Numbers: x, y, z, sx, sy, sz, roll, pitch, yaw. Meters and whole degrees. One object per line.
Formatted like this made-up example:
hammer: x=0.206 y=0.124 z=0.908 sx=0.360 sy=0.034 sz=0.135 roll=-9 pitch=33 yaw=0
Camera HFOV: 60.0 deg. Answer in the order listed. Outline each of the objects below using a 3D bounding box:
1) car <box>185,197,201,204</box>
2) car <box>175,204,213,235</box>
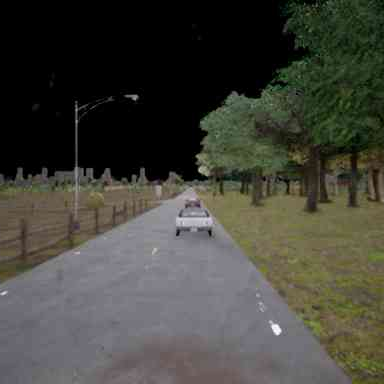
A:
car: x=0.118 y=1.324 z=40.542 sx=1.812 sy=1.442 sz=4.674 roll=0 pitch=0 yaw=0
car: x=0.103 y=1.534 z=18.341 sx=1.895 sy=1.301 sz=4.718 roll=0 pitch=0 yaw=0
